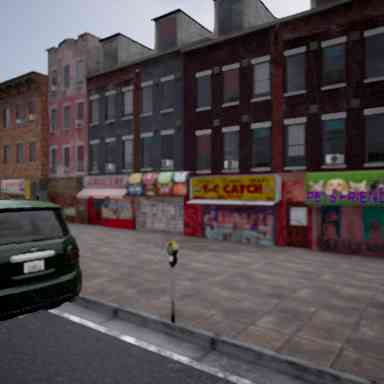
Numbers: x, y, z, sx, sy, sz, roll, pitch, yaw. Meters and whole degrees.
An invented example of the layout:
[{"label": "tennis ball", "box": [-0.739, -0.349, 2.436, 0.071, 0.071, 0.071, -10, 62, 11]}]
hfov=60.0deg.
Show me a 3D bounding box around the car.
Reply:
[{"label": "car", "box": [-4.476, 1.137, 6.367, 5.566, 2.045, 2.150, 1, 1, 35]}]
